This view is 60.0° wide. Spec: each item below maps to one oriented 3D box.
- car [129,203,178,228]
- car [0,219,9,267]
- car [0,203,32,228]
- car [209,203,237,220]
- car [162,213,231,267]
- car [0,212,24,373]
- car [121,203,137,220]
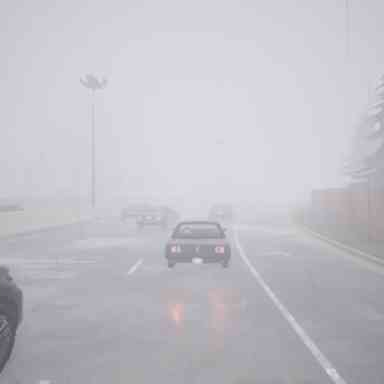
[{"bbox_3d":[-2.181,1.595,22.291,2.033,1.411,5.357,0,0,9],"label":"car"},{"bbox_3d":[-6.861,1.565,7.853,2.033,1.411,5.357,0,0,1],"label":"car"},{"bbox_3d":[-12.998,1.553,22.051,1.837,1.490,4.892,-1,0,8],"label":"car"},{"bbox_3d":[2.673,1.625,28.527,1.994,1.385,4.181,0,0,13],"label":"car"},{"bbox_3d":[0.256,1.625,11.436,1.895,1.301,4.718,0,0,2],"label":"car"},{"bbox_3d":[-3.398,1.227,2.230,2.150,2.045,5.566,0,0,0],"label":"car"},{"bbox_3d":[-4.487,1.625,28.580,1.994,1.385,4.181,0,0,12],"label":"car"}]
